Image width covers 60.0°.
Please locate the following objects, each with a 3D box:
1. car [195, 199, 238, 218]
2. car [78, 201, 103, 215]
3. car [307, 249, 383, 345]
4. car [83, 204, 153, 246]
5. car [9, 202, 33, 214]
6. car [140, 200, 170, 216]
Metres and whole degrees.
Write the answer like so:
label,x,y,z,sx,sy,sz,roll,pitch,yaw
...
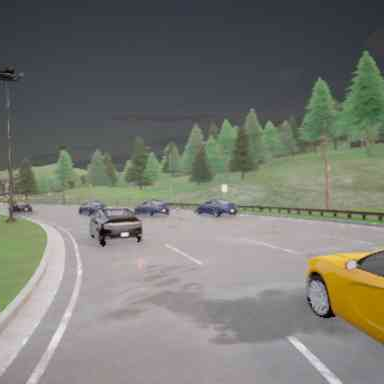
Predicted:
label,x,y,z,sx,sy,sz,roll,pitch,yaw
car,2.027,1.310,27.992,1.812,1.442,4.674,-1,0,-29
car,-10.134,1.655,34.039,1.812,1.442,4.674,-2,0,-37
car,3.289,1.352,4.218,1.882,1.535,5.008,-1,0,-8
car,-3.668,1.519,15.667,2.128,1.511,4.902,-2,0,-23
car,-21.984,1.976,42.711,1.812,1.442,4.674,-2,0,-42
car,-3.696,1.473,30.839,1.812,1.442,4.674,-2,0,-33
